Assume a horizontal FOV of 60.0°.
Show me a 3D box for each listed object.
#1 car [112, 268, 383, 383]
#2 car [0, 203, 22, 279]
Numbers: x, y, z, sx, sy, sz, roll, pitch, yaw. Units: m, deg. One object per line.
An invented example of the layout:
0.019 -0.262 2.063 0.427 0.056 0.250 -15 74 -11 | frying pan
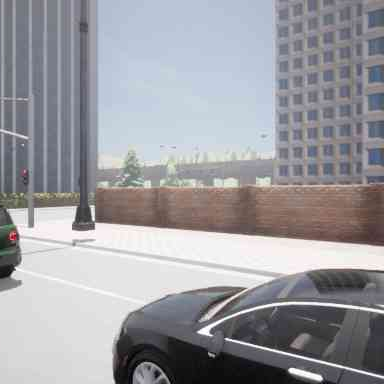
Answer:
1.343 1.505 3.035 4.892 1.490 1.837 0 0 36 | car
-6.735 1.221 8.778 5.566 2.045 2.150 0 0 35 | car
